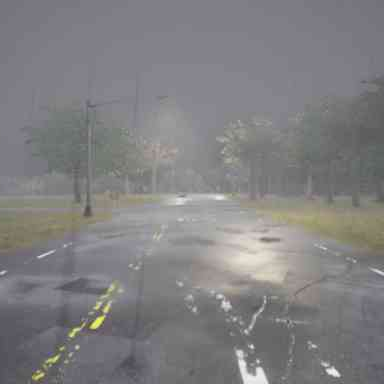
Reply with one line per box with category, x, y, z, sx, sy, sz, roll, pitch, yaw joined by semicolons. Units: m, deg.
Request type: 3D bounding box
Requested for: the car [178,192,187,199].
car;-2.179;0.688;74.754;2.033;1.411;5.357;0;1;2
